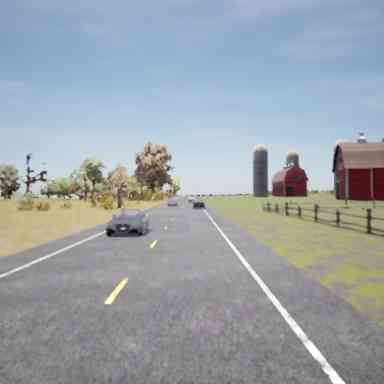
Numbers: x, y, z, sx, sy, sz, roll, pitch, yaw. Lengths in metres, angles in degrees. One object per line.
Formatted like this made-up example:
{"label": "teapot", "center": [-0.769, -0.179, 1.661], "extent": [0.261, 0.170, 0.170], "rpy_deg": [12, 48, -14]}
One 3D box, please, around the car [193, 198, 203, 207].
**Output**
{"label": "car", "center": [1.072, 1.940, 62.728], "extent": [1.882, 1.535, 5.008], "rpy_deg": [0, 0, 0]}

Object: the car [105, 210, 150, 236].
{"label": "car", "center": [-3.587, 1.714, 19.198], "extent": [1.994, 1.385, 4.181], "rpy_deg": [0, 0, 0]}

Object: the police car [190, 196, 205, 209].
{"label": "police car", "center": [1.069, 1.819, 52.839], "extent": [1.930, 1.638, 5.238], "rpy_deg": [0, 0, 0]}

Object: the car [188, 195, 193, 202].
{"label": "car", "center": [0.034, 2.043, 88.481], "extent": [1.895, 1.301, 4.718], "rpy_deg": [0, 0, 0]}

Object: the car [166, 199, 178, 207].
{"label": "car", "center": [-3.496, 1.985, 60.740], "extent": [1.812, 1.442, 4.674], "rpy_deg": [0, 0, 0]}
